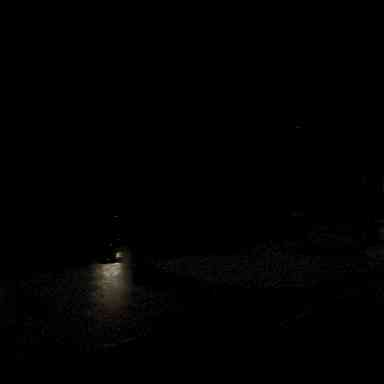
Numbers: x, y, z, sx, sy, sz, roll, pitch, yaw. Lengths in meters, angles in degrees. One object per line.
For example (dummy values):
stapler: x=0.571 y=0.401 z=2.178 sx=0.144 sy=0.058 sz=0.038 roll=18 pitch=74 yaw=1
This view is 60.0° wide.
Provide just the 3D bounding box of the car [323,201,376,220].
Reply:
car: x=11.909 y=1.375 z=25.873 sx=1.947 sy=1.339 sz=4.313 roll=-1 pitch=0 yaw=-35

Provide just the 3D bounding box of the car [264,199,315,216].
car: x=8.778 y=1.396 z=30.289 sx=1.802 sy=1.307 sz=4.206 roll=-1 pitch=0 yaw=-35

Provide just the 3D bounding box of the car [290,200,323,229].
car: x=5.455 y=1.432 z=21.101 sx=1.752 sy=1.417 sz=4.829 roll=-1 pitch=0 yaw=-35
